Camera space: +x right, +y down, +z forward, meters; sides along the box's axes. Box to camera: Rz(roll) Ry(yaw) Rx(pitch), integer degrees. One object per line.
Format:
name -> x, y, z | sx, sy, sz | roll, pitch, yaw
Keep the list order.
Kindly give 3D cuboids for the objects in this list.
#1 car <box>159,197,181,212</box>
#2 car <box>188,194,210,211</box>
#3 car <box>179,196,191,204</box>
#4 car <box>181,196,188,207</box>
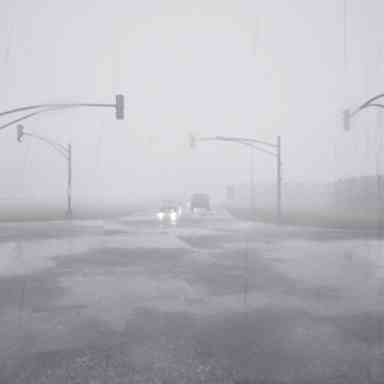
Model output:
car -> -2.695, 1.591, 39.605 | 1.895, 1.301, 4.718 | 0, 0, 3
car -> 1.028, 1.209, 40.250 | 2.150, 2.045, 5.566 | 0, 0, 3
car -> -1.284, 1.495, 63.943 | 1.812, 1.442, 4.674 | 0, 0, 5
car -> -2.163, 1.475, 50.311 | 2.128, 1.511, 4.902 | 0, 0, 3
